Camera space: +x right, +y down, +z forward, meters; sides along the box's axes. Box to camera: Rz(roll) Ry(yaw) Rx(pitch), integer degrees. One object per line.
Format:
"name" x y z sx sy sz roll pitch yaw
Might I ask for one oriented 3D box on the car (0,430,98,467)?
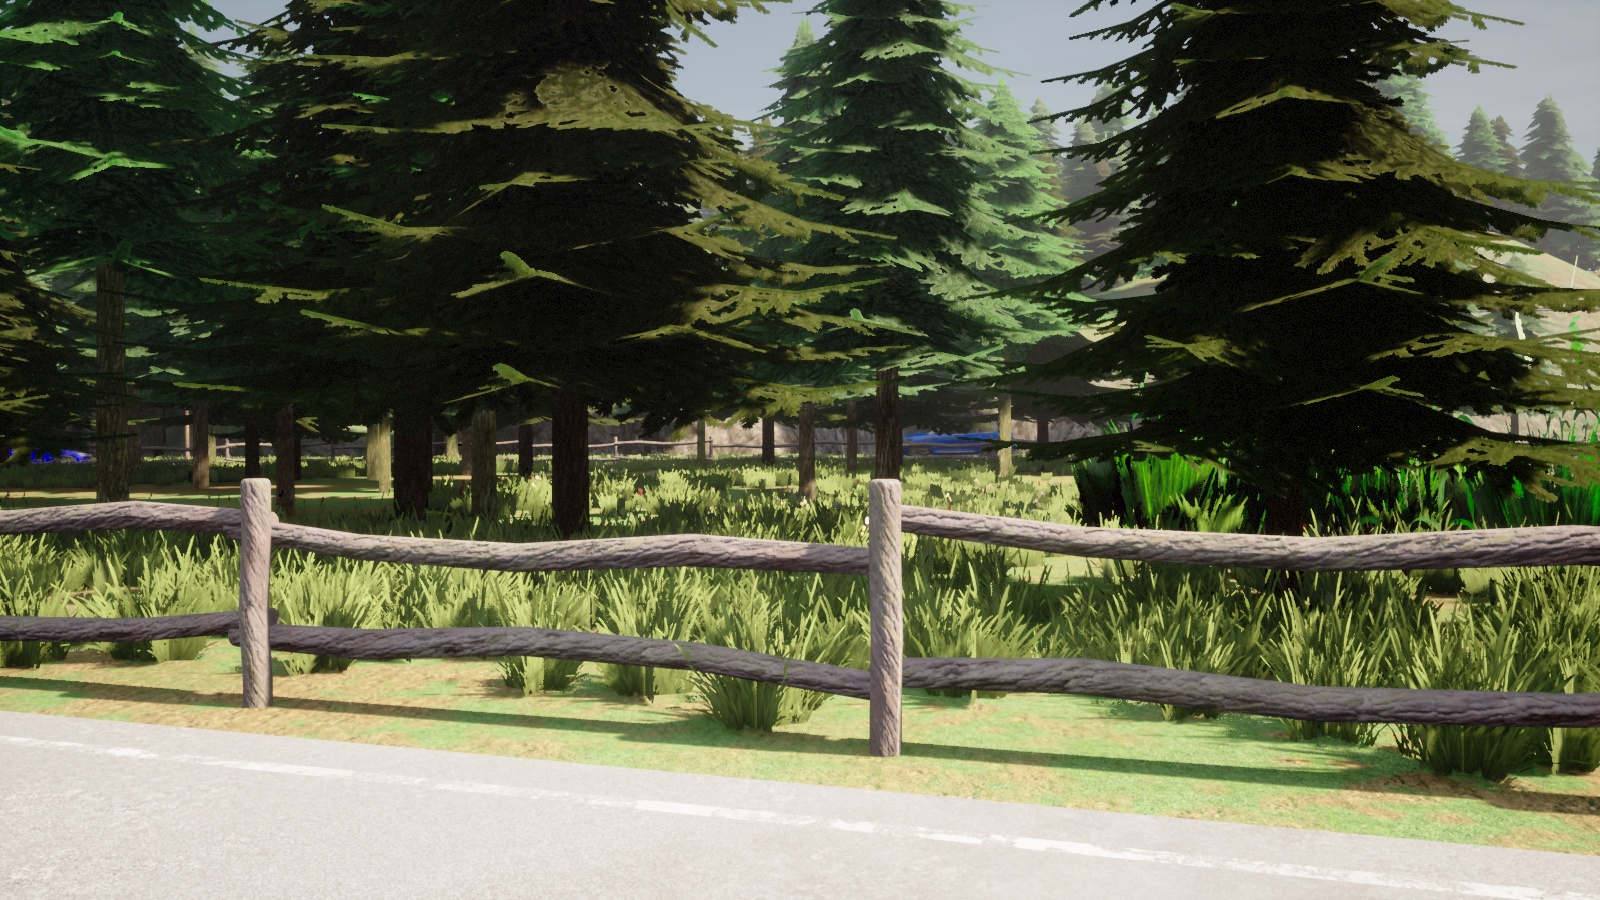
"car" -31.443 -0.071 51.700 4.193 1.474 1.816 0 1 -21

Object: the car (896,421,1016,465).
"car" 7.380 -0.348 59.701 5.566 2.045 2.150 0 1 5
